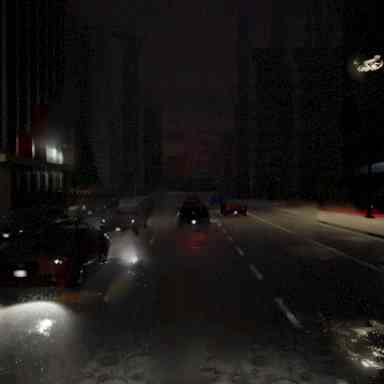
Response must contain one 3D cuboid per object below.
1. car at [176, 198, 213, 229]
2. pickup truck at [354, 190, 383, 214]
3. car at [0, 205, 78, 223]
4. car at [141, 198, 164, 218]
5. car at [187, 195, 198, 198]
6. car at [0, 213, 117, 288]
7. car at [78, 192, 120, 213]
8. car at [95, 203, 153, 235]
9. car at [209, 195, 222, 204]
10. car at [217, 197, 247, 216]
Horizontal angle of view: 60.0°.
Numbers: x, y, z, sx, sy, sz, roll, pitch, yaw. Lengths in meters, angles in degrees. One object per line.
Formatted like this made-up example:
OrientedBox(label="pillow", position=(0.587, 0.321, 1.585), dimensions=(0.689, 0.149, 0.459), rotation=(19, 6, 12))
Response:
OrientedBox(label="car", position=(0.103, 1.360, 20.513), dimensions=(1.837, 1.490, 4.892), rotation=(0, 0, 0))
OrientedBox(label="pickup truck", position=(16.624, 0.840, 30.843), dimensions=(2.390, 2.098, 6.274), rotation=(0, 0, 31))
OrientedBox(label="car", position=(-7.069, 1.398, 15.094), dimensions=(1.837, 1.490, 4.892), rotation=(0, 0, 0))
OrientedBox(label="car", position=(-3.497, 1.278, 28.336), dimensions=(1.882, 1.535, 5.008), rotation=(0, 0, 0))
OrientedBox(label="car", position=(0.073, 1.196, 43.845), dimensions=(1.837, 1.490, 4.892), rotation=(0, 0, 0))
OrientedBox(label="car", position=(-3.579, 1.501, 8.926), dimensions=(1.994, 1.385, 4.181), rotation=(0, 0, 0))
OrientedBox(label="car", position=(-6.997, 1.042, 25.499), dimensions=(2.150, 2.045, 5.566), rotation=(0, 0, 0))
OrientedBox(label="car", position=(-3.550, 1.472, 18.216), dimensions=(1.895, 1.301, 4.718), rotation=(0, 0, 0))
OrientedBox(label="car", position=(3.586, 1.138, 48.154), dimensions=(1.882, 1.535, 5.008), rotation=(0, 1, 0))
OrientedBox(label="car", position=(3.603, 1.391, 29.681), dimensions=(1.895, 1.301, 4.718), rotation=(0, 0, 0))
